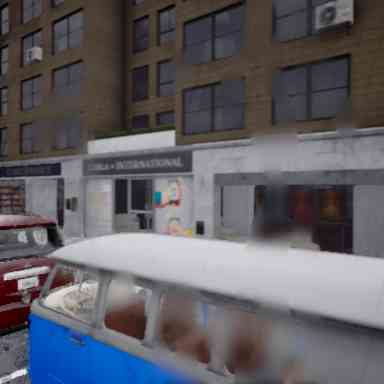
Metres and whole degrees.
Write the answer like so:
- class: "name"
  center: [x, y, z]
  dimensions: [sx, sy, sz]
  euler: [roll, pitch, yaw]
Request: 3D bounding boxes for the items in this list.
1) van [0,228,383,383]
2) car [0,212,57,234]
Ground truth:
- class: "van"
  center: [0.291, 1.333, 2.665]
  dimensions: [3.998, 1.788, 1.690]
  euler: [0, 0, 35]
- class: "car"
  center: [-4.113, 1.270, 5.800]
  dimensions: [5.009, 1.841, 2.192]
  euler: [0, 0, 35]
